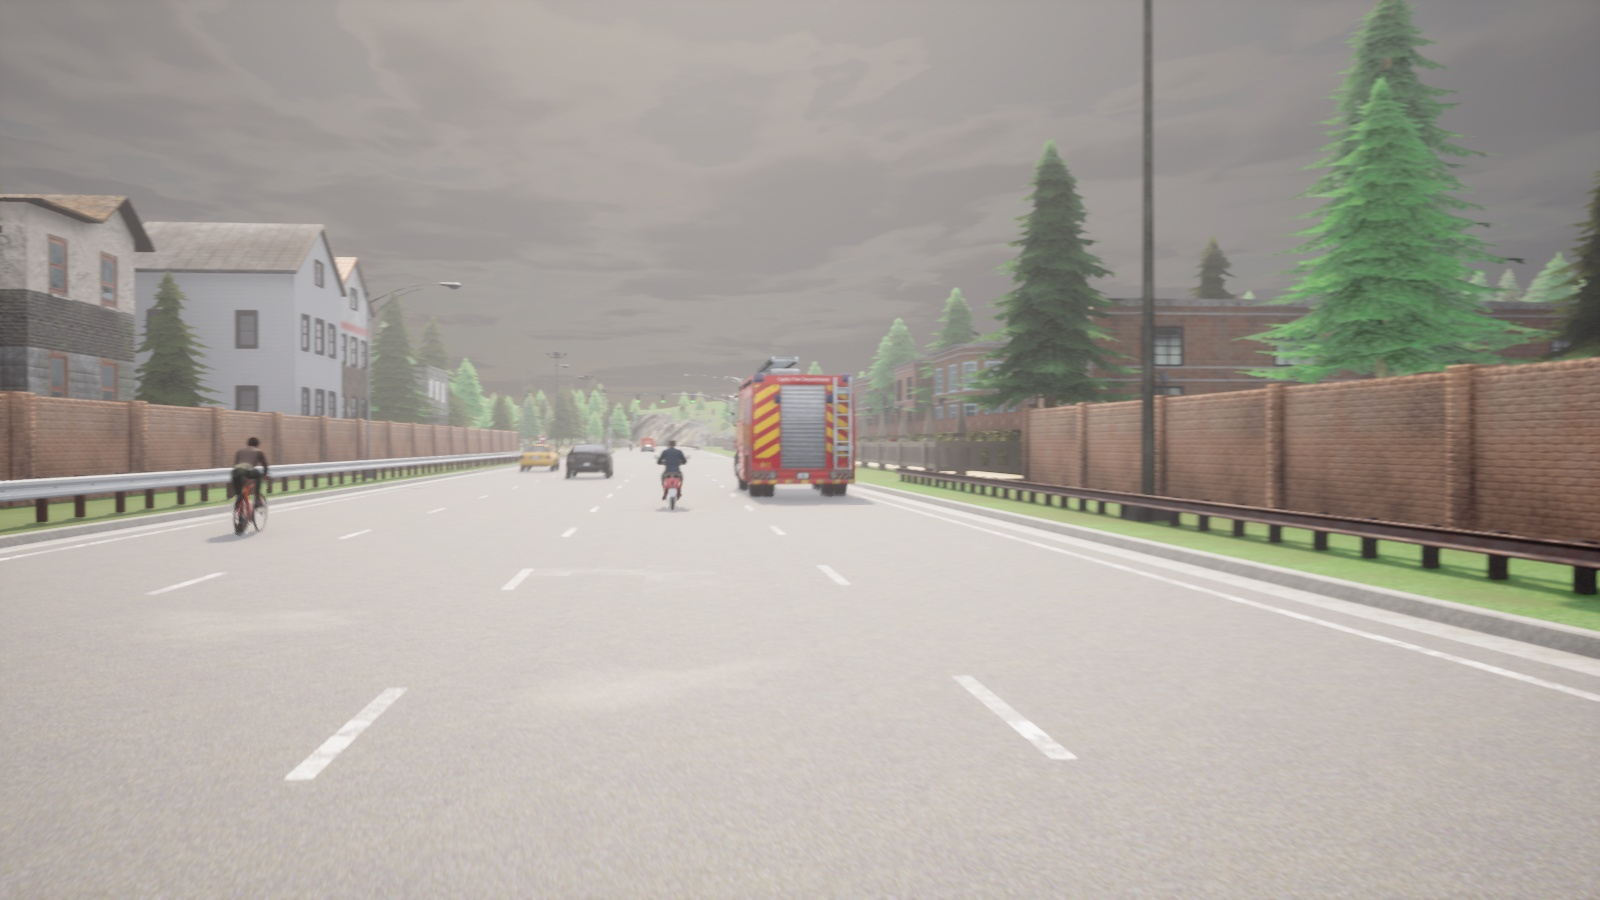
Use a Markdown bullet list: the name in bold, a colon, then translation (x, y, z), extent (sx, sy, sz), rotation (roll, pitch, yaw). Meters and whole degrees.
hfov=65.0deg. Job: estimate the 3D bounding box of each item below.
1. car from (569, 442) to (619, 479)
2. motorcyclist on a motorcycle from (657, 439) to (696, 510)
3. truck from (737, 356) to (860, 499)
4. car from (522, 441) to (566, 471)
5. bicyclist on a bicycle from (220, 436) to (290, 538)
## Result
- **car**: translation (-9.061, 0.420, 55.476), extent (1.882, 1.535, 5.008), rotation (0, 0, -6)
- **motorcyclist on a motorcycle**: translation (-2.852, 0.538, 29.043), extent (0.866, 1.590, 1.817), rotation (0, 0, -6)
- **truck**: translation (-0.250, -0.634, 38.016), extent (2.891, 3.827, 8.468), rotation (0, 0, -6)
- **car**: translation (-13.877, 0.314, 68.230), extent (1.801, 1.575, 5.366), rotation (0, 0, -6)
- **bicyclist on a bicycle**: translation (-9.063, 0.591, 20.934), extent (0.582, 1.620, 1.656), rotation (0, 0, -6)
